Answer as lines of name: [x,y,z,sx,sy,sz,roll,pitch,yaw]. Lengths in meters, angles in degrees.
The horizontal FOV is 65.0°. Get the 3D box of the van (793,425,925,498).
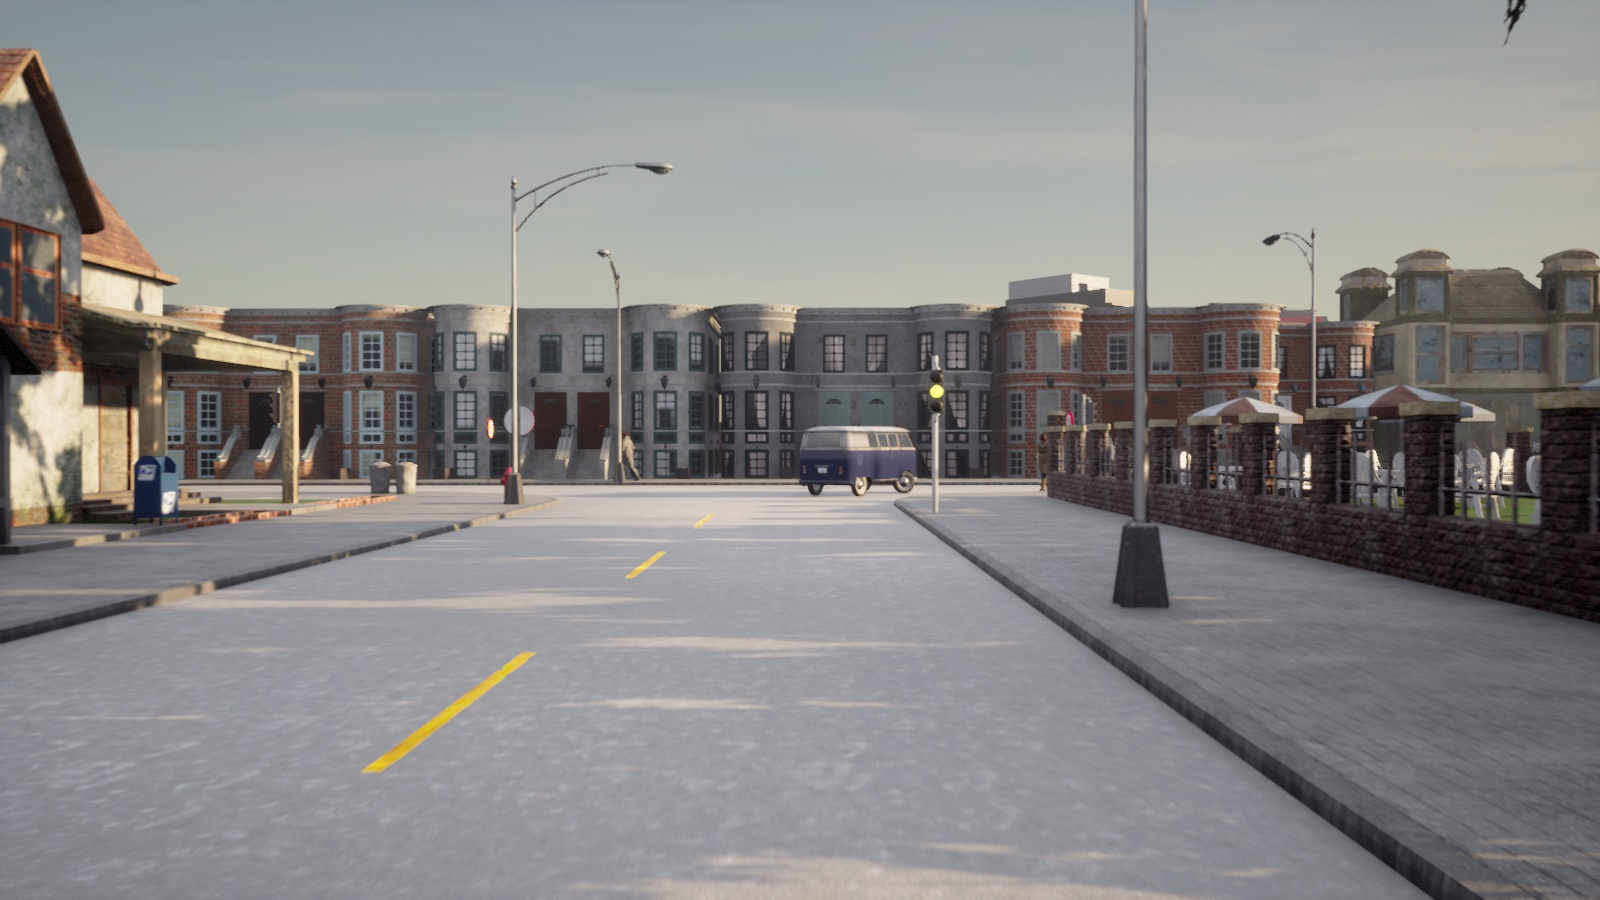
van: [1.766,0.296,36.313,1.775,1.987,4.442,0,0,34]

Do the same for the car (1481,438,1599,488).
car: [25.161,0.429,41.776,3.988,1.617,1.851,0,0,0]

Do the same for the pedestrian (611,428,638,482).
pedestrian: [-6.384,0.193,45.732,0.873,1.952,0.659,0,0,3]

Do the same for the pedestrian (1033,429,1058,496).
pedestrian: [7.160,0.345,36.605,0.396,1.930,0.692,0,0,43]
